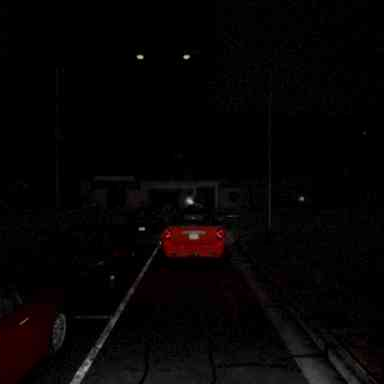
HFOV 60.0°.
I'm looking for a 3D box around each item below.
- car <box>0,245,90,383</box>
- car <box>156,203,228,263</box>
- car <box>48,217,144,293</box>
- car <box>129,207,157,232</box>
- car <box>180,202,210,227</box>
[{"bbox_3d":[-2.642,1.586,3.450,1.802,1.307,4.206,0,0,0],"label":"car"},{"bbox_3d":[0.067,1.365,12.181,2.097,1.767,4.553,0,0,0],"label":"car"},{"bbox_3d":[-2.644,1.575,8.902,1.947,1.339,4.313,0,0,0],"label":"car"},{"bbox_3d":[-2.650,1.586,19.806,1.947,1.339,4.313,0,0,0],"label":"car"},{"bbox_3d":[0.312,1.550,24.136,1.812,1.442,4.674,0,0,5],"label":"car"}]
